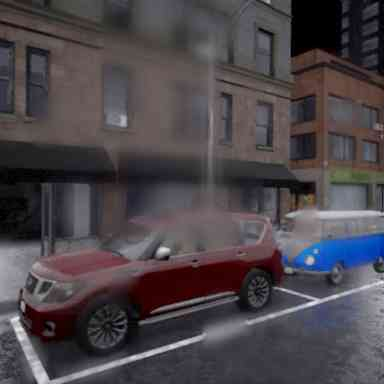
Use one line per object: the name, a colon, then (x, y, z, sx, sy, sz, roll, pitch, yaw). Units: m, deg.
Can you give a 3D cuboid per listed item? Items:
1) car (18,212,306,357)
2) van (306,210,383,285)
car: (-0.385, 1.347, 6.259, 5.009, 1.841, 2.192, 1, -1, -35)
van: (4.093, 1.428, 9.452, 3.998, 1.788, 1.690, 1, -1, -35)
